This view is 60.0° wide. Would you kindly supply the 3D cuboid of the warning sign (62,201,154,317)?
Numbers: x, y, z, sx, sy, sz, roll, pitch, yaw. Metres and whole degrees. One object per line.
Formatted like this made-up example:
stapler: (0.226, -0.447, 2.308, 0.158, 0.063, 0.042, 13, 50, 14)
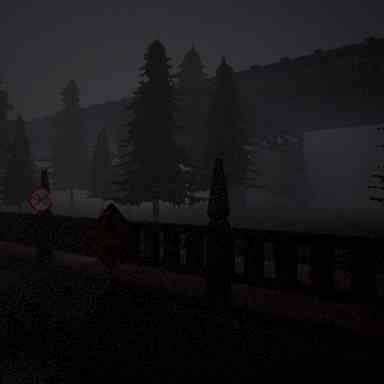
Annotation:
warning sign: (-1.546, 1.115, 6.262, 1.060, 1.860, 1.300, 0, 0, 36)
